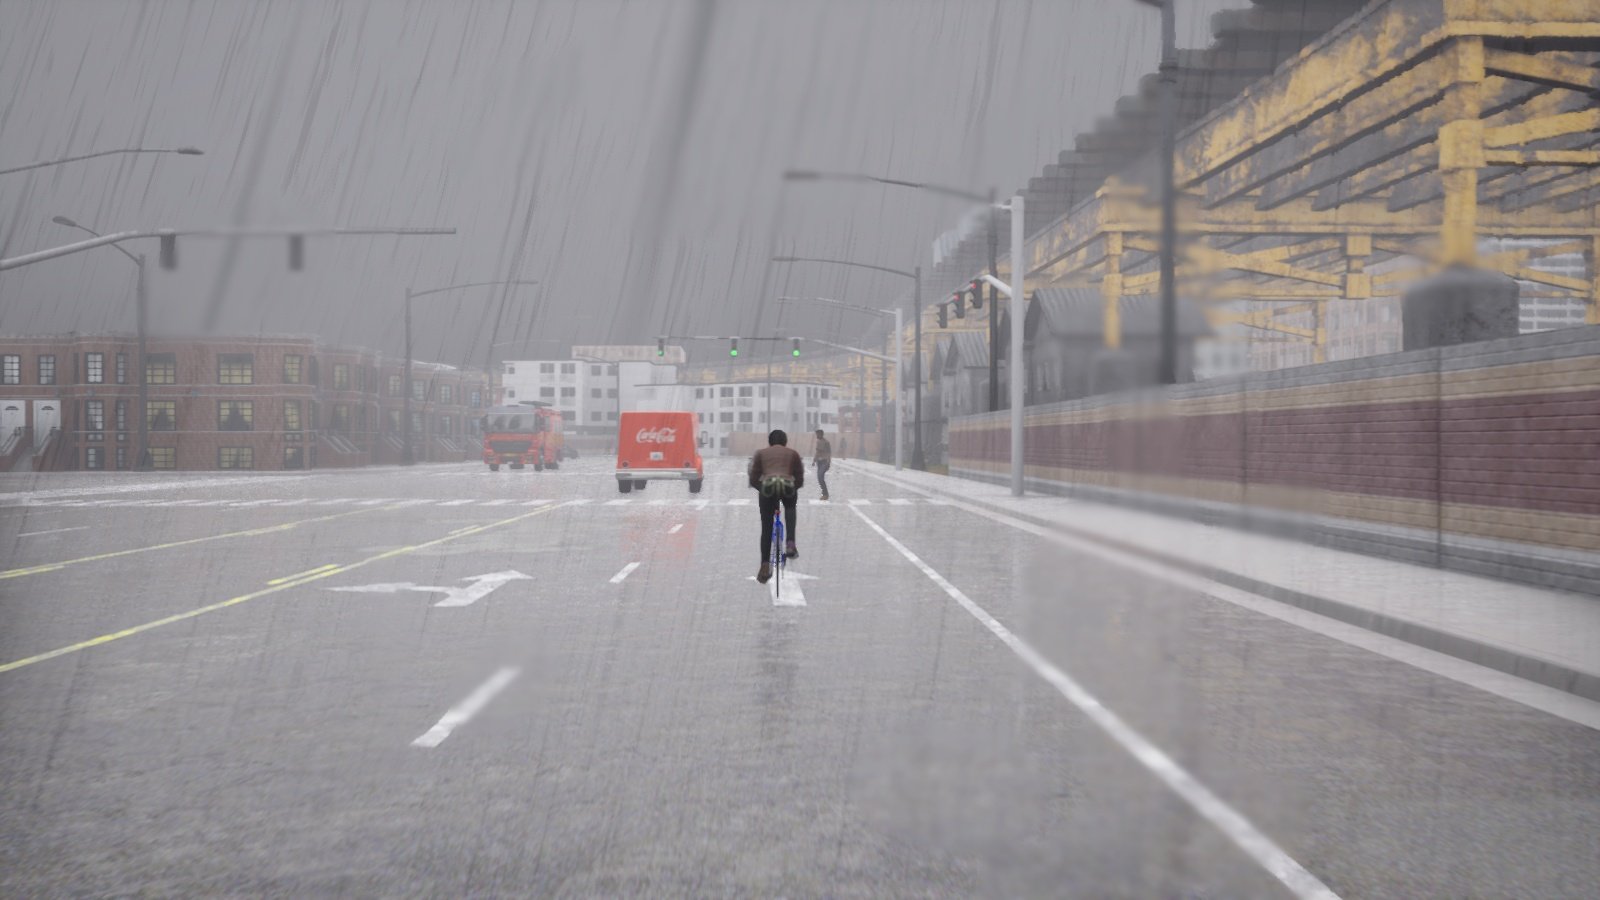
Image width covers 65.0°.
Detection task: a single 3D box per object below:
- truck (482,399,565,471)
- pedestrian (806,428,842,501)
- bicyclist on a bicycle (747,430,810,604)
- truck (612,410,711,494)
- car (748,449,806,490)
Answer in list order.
[{"bbox_3d":[-15.307,-0.808,70.171,2.891,3.827,8.468,0,0,-1],"label":"truck"},{"bbox_3d":[0.606,0.360,31.626,0.869,1.805,0.328,0,0,-34],"label":"pedestrian"},{"bbox_3d":[-0.214,0.621,12.509,0.582,1.620,1.656,0,0,-1],"label":"bicyclist on a bicycle"},{"bbox_3d":[-4.221,0.043,39.322,2.627,2.467,5.204,0,0,-1],"label":"truck"},{"bbox_3d":[-0.789,0.613,42.899,1.895,1.301,4.718,0,0,-1],"label":"car"}]
